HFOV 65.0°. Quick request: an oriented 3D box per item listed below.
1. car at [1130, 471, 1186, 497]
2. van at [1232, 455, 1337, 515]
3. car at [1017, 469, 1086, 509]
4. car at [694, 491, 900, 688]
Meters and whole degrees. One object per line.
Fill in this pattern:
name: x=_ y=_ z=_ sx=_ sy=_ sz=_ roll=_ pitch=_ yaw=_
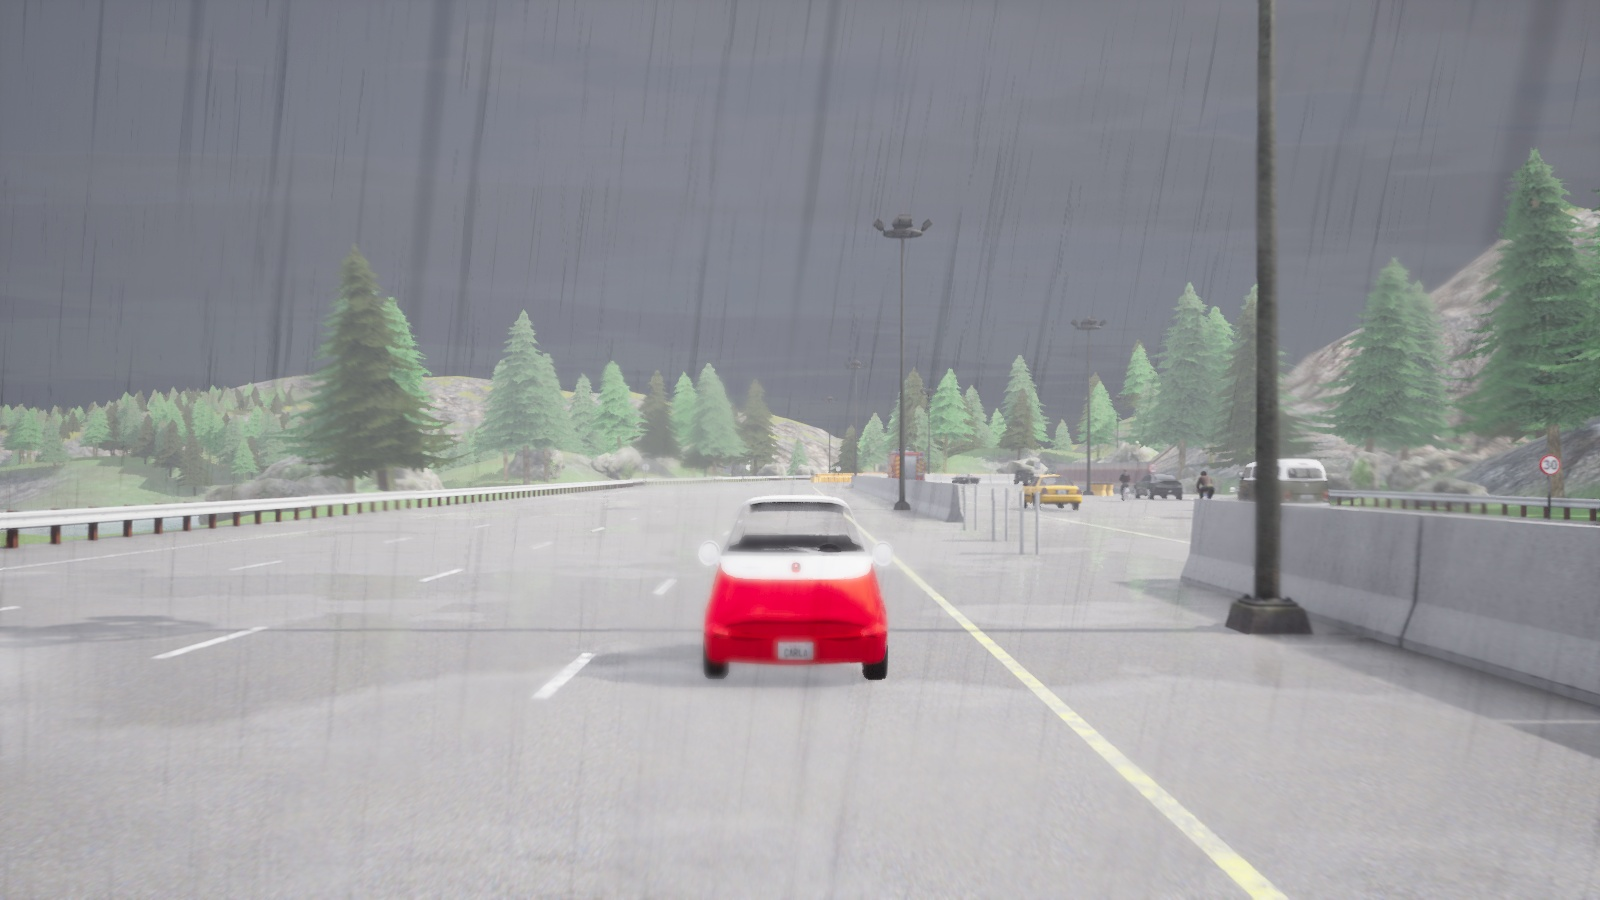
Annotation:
car: x=20.817 y=1.961 z=73.146 sx=1.837 sy=1.490 sz=4.892 roll=0 pitch=-1 yaw=0
van: x=17.392 y=1.229 z=45.321 sx=2.069 sy=2.038 sz=4.480 roll=0 pitch=-1 yaw=0
car: x=10.377 y=1.584 z=52.170 sx=1.801 sy=1.575 sz=5.366 roll=0 pitch=-1 yaw=0
car: x=-0.023 y=1.040 z=10.148 sx=1.481 sy=1.376 sz=2.207 roll=0 pitch=-1 yaw=0
